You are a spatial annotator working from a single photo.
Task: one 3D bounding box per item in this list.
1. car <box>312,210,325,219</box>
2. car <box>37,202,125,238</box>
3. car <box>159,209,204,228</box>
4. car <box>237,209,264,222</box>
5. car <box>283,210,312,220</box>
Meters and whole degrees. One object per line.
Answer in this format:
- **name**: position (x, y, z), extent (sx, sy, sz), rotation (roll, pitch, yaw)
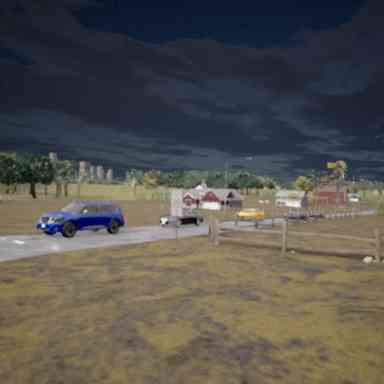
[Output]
- **car**: position (19.729, 3.544, 53.001), extent (2.033, 1.411, 5.357), rotation (1, -1, 36)
- **car**: position (-6.732, 1.637, 20.886), extent (2.150, 2.045, 5.566), rotation (1, -1, 35)
- **car**: position (-0.876, 2.274, 29.113), extent (2.128, 1.511, 4.902), rotation (1, -1, 36)
- **car**: position (6.950, 2.757, 40.019), extent (1.882, 1.535, 5.008), rotation (1, -1, 36)
- **car**: position (13.999, 3.177, 44.907), extent (2.033, 1.411, 5.357), rotation (1, -1, 36)
